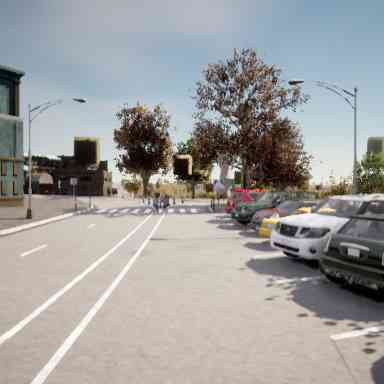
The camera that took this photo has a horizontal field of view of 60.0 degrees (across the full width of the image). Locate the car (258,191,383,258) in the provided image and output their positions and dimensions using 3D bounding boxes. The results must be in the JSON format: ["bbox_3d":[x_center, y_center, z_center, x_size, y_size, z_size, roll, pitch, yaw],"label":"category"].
[{"bbox_3d":[5.230,1.116,10.469,5.566,2.045,2.435,1,1,-21],"label":"car"}]

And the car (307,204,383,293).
[{"bbox_3d":[5.262,1.273,7.501,4.553,1.767,2.185,1,0,-21],"label":"car"}]

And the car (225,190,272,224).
[{"bbox_3d":[5.047,0.964,19.383,5.566,2.045,2.435,0,1,-22],"label":"car"}]

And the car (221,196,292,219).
[{"bbox_3d":[4.885,1.098,25.347,4.892,1.521,2.231,0,1,-22],"label":"car"}]

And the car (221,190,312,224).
[{"bbox_3d":[5.014,0.905,22.385,5.566,2.045,2.435,0,1,-22],"label":"car"}]

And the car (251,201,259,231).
[{"bbox_3d":[5.374,1.324,13.540,5.366,1.575,1.946,0,1,-21],"label":"car"}]

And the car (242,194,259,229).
[{"bbox_3d":[5.173,1.148,16.442,4.553,1.767,2.185,0,1,-22],"label":"car"}]

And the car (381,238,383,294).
[{"bbox_3d":[5.339,1.451,4.553,4.792,1.488,2.163,1,0,-21],"label":"car"}]
